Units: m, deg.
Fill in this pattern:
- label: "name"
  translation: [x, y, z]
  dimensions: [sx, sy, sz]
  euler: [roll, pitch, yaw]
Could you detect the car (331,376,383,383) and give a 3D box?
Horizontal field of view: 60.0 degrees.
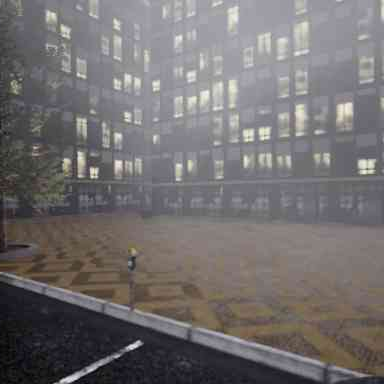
- label: "car"
  translation: [2.474, 1.545, 1.076]
  dimensions: [4.403, 1.369, 2.008]
  euler: [0, 0, 36]
